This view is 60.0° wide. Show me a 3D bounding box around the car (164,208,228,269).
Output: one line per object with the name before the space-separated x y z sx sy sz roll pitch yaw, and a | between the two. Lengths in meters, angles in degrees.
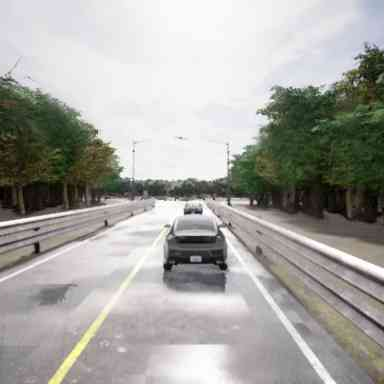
car | 0.102 1.520 11.193 1.837 1.490 4.892 0 0 0

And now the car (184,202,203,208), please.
car | 0.118 1.698 33.472 1.895 1.301 4.718 0 0 0
